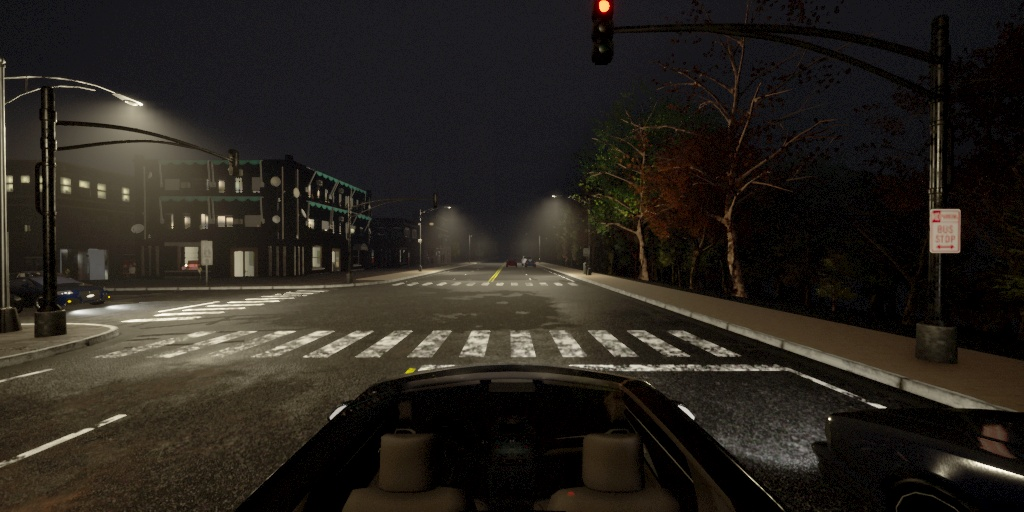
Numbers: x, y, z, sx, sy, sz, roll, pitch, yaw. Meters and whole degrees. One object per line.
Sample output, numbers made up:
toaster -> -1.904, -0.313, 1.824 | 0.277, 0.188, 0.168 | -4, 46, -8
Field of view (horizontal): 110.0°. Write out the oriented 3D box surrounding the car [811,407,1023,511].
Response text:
car -> 3.354, 1.298, 0.392 | 2.033, 1.411, 5.357 | 0, 0, 0

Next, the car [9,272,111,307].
car -> -19.866, 1.534, 15.202 | 4.181, 1.385, 1.994 | -1, 1, 0

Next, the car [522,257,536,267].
car -> 3.202, 1.273, 63.173 | 2.033, 1.411, 5.357 | 0, 0, 0

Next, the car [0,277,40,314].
car -> -19.973, 1.565, 12.496 | 4.313, 1.339, 1.948 | 0, 0, 0

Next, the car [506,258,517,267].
car -> -0.051, 1.204, 63.140 | 1.882, 1.535, 5.008 | 0, 0, 0
